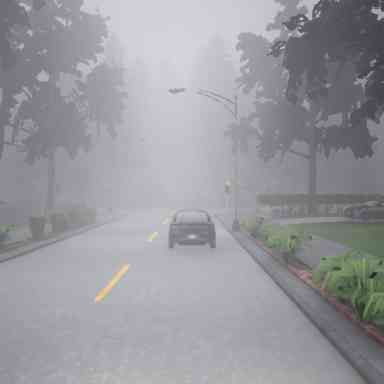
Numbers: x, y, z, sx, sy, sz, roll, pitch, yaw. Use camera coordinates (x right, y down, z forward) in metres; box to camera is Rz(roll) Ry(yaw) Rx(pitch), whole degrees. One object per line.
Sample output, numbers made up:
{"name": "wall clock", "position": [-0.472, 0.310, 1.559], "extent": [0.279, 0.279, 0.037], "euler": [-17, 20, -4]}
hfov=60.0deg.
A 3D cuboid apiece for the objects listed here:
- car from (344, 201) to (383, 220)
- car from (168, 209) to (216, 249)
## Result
{"name": "car", "position": [13.088, 1.298, 23.548], "extent": [4.181, 1.381, 1.994], "euler": [0, 0, 0]}
{"name": "car", "position": [0.000, 1.484, 14.650], "extent": [1.882, 1.535, 5.008], "euler": [0, 0, 0]}
